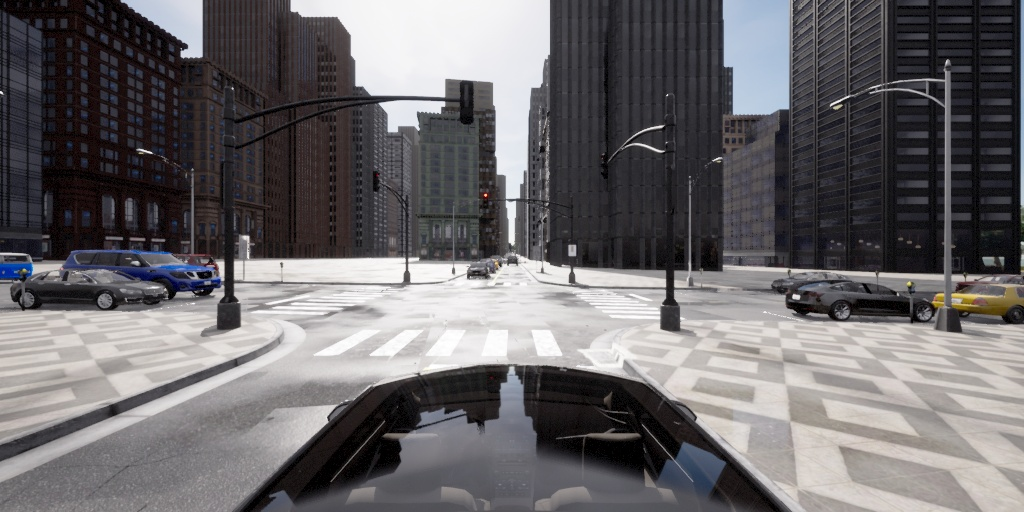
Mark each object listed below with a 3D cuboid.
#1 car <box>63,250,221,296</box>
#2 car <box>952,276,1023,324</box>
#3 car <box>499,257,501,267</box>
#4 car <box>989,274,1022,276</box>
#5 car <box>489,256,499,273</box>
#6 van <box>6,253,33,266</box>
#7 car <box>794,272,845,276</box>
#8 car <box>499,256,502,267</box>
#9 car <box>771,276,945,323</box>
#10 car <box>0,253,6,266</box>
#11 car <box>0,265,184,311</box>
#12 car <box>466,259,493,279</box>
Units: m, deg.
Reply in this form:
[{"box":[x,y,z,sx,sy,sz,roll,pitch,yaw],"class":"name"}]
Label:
[{"box":[-15.823,0.771,15.396,5.566,2.045,2.150,1,0,0],"class":"car"},{"box":[17.955,1.571,12.680,4.829,1.417,1.751,0,0,0],"class":"car"},{"box":[-3.017,1.227,52.486,1.882,1.535,5.008,0,0,0],"class":"car"},{"box":[29.094,1.766,21.187,4.507,1.381,1.888,0,0,0],"class":"car"},{"box":[-3.038,1.102,42.288,2.097,1.767,4.553,0,0,0],"class":"car"},{"box":[-31.118,0.680,21.191,3.998,1.789,1.690,0,0,0],"class":"van"},{"box":[17.808,1.591,21.206,4.403,1.370,2.007,0,0,0],"class":"car"},{"box":[-2.940,0.971,64.524,2.150,2.045,5.566,0,0,0],"class":"car"},{"box":[12.143,1.524,12.690,4.313,1.339,1.948,0,0,0],"class":"car"},{"box":[-26.187,0.629,15.415,5.566,2.045,2.150,1,0,0],"class":"car"},{"box":[-14.765,1.116,12.638,4.403,1.370,2.007,0,0,0],"class":"car"},{"box":[-3.055,1.254,33.235,1.837,1.490,4.892,0,0,0],"class":"car"}]
